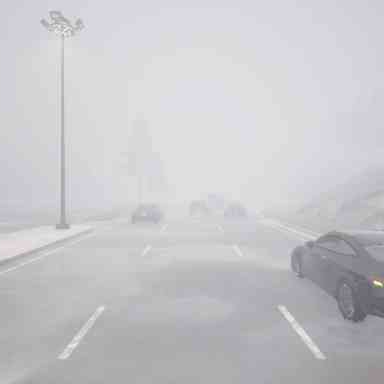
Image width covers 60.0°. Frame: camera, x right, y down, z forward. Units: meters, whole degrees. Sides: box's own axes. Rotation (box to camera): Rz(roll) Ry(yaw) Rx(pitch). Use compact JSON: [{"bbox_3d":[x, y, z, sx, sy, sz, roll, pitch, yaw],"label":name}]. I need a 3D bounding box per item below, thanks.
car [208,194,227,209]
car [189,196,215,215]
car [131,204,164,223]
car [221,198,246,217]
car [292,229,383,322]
[{"bbox_3d":[3.397,1.219,44.434,2.150,2.045,5.566,0,0,16],"label":"car"},{"bbox_3d":[0.917,1.503,34.259,1.837,1.490,4.892,0,0,9],"label":"car"},{"bbox_3d":[-3.322,1.562,25.367,1.994,1.385,4.181,0,0,1],"label":"car"},{"bbox_3d":[3.920,1.524,30.782,1.812,1.442,4.674,0,0,4],"label":"car"},{"bbox_3d":[3.599,1.525,7.111,1.812,1.442,4.674,0,0,0],"label":"car"}]
